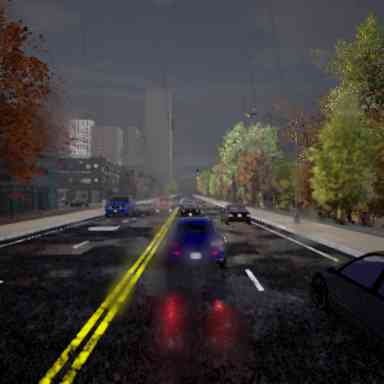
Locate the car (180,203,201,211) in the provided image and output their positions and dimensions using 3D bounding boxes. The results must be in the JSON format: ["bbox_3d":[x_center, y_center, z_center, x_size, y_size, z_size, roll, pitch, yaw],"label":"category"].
[{"bbox_3d":[-0.185,1.741,31.986,1.895,1.301,4.718,0,0,-1],"label":"car"}]

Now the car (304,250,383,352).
[{"bbox_3d":[3.347,1.569,4.754,2.033,1.411,5.357,0,0,0],"label":"car"}]

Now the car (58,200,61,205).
[{"bbox_3d":[-29.190,2.123,68.483,4.403,1.369,2.008,-1,1,-1],"label":"car"}]

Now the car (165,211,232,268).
[{"bbox_3d":[0.099,1.575,11.297,1.812,1.442,4.674,0,0,0],"label":"car"}]

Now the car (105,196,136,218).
[{"bbox_3d":[-6.890,1.367,32.496,2.150,2.045,5.566,0,0,-1],"label":"car"}]

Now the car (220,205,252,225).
[{"bbox_3d":[3.181,1.656,25.002,2.033,1.411,5.357,0,0,-1],"label":"car"}]

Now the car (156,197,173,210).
[{"bbox_3d":[-3.840,1.560,47.275,2.097,1.767,4.553,0,0,0],"label":"car"}]

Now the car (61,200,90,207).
[{"bbox_3d":[-20.715,2.087,60.113,4.313,1.339,1.947,-1,1,-1],"label":"car"}]
